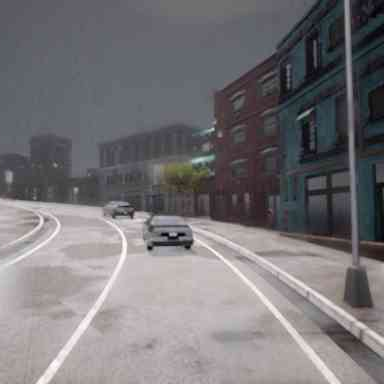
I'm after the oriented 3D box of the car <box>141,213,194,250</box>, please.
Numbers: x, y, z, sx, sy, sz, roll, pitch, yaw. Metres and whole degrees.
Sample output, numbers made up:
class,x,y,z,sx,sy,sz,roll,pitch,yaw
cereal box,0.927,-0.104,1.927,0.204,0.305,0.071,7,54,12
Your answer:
class,x,y,z,sx,sy,sz,roll,pitch,yaw
car,-1.214,1.647,14.922,2.033,1.411,5.357,1,0,-12

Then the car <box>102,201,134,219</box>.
class,x,y,z,sx,sy,sz,roll,pitch,yaw
car,-6.650,1.526,29.737,2.128,1.511,4.902,2,0,-29
